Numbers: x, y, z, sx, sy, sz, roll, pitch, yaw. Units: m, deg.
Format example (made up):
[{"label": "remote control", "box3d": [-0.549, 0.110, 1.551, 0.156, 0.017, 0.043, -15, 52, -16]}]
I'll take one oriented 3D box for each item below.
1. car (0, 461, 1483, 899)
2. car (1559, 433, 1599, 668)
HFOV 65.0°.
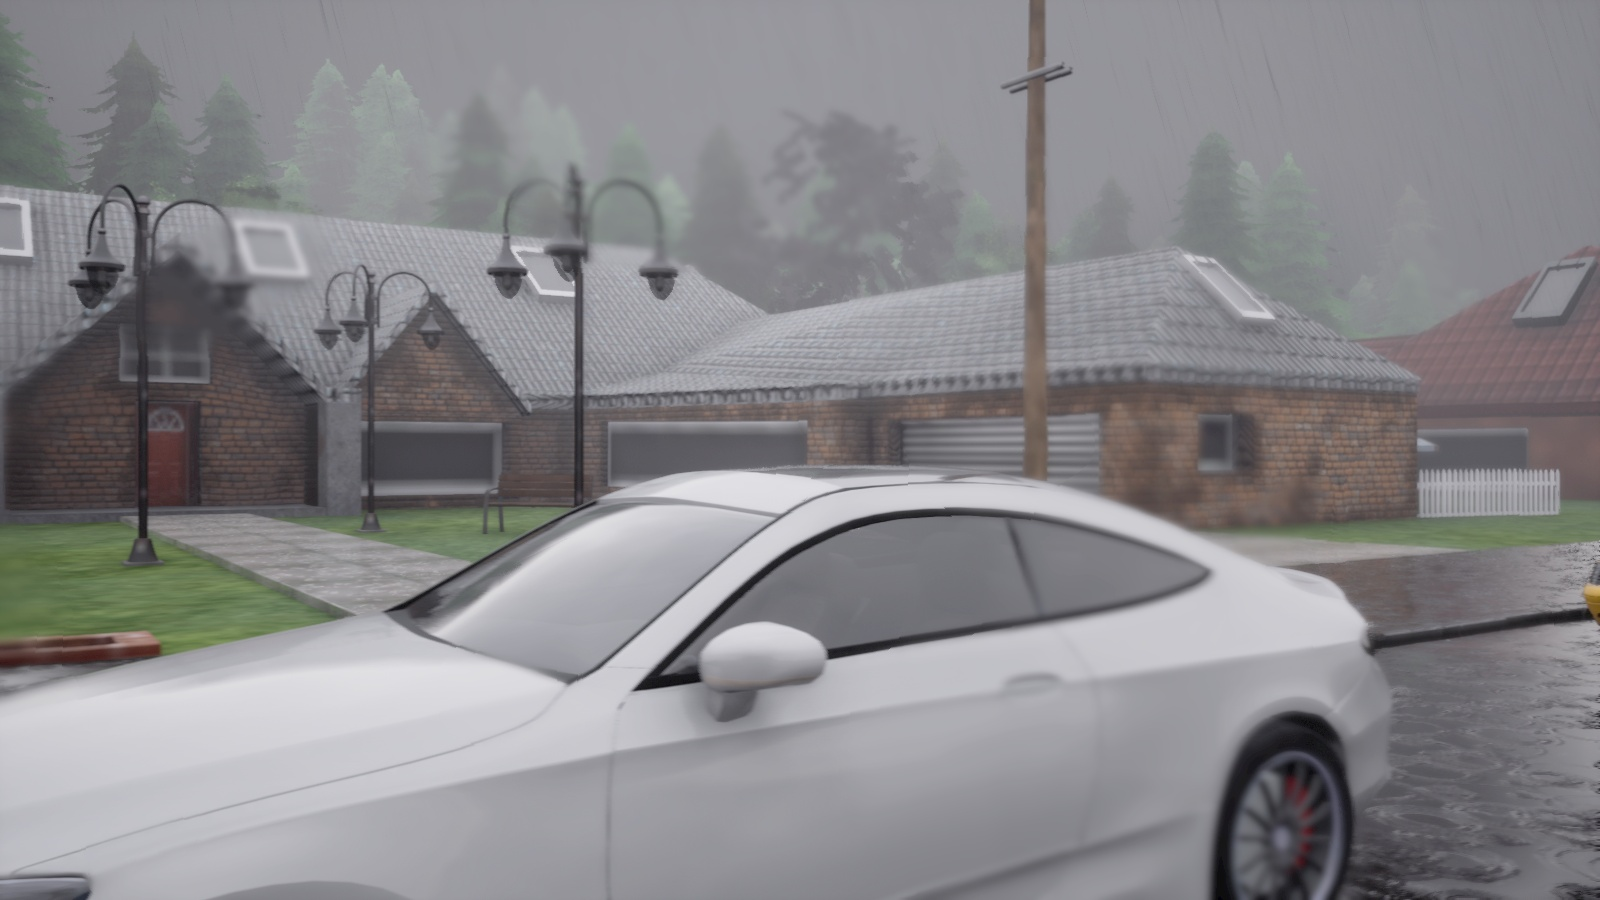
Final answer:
[{"label": "car", "box3d": [-0.131, 0.776, 3.734, 4.674, 1.442, 1.812, 0, 0, -33]}, {"label": "car", "box3d": [7.997, 0.666, 9.232, 5.366, 1.575, 1.801, 0, 0, -31]}]
